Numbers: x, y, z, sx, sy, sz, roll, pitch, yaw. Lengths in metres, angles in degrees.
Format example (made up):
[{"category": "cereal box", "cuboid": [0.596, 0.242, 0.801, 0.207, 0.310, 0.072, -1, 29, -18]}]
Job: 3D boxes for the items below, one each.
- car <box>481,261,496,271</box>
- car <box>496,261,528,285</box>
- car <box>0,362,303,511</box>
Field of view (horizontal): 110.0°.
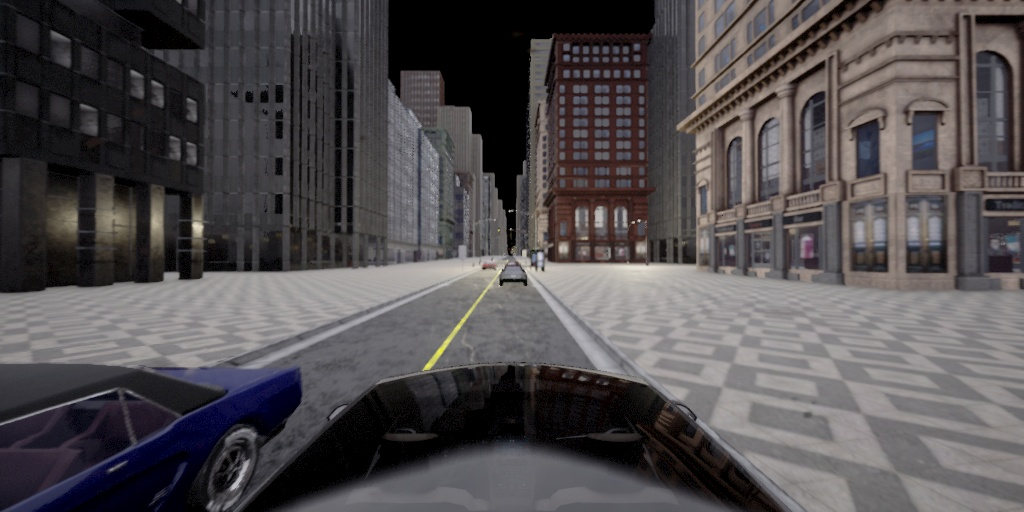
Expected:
[{"category": "car", "cuboid": [-3.044, 1.296, 48.288, 1.895, 1.301, 4.718, 0, 0, 1]}, {"category": "car", "cuboid": [0.094, 1.300, 25.797, 1.994, 1.385, 4.181, 0, 0, 0]}, {"category": "car", "cuboid": [-3.101, 1.351, 1.485, 1.895, 1.301, 4.718, 0, 0, 0]}]
